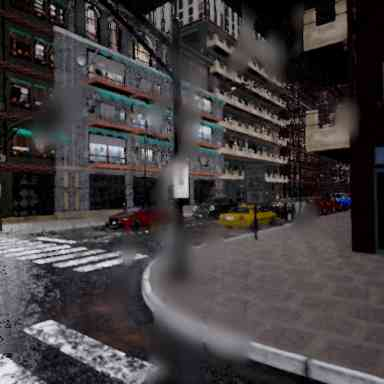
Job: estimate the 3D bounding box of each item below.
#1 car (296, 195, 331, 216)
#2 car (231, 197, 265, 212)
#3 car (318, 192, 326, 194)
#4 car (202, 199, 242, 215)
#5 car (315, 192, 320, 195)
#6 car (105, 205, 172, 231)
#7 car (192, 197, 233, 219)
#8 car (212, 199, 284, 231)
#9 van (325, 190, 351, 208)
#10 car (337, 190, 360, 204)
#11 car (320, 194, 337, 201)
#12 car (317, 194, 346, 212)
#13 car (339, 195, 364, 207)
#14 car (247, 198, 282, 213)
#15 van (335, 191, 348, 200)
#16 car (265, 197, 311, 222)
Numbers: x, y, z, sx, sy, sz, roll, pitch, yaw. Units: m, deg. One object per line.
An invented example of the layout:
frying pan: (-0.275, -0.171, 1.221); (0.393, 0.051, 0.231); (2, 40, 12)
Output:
car: (9.775, 1.230, 27.694); (1.887, 1.381, 4.507); (-1, 0, 36)
car: (6.278, 1.337, 37.082); (1.752, 1.417, 4.829); (-1, 0, 36)
car: (18.790, 1.084, 44.342); (1.837, 1.490, 4.892); (-1, 0, 36)
car: (3.025, 1.404, 32.657); (1.887, 1.381, 4.507); (-1, 0, 36)
car: (23.143, 0.890, 60.029); (2.192, 1.841, 5.009); (-1, 0, 36)
car: (-3.120, 1.493, 19.938); (1.994, 1.385, 4.181); (-1, 0, 36)
car: (1.967, 1.204, 26.867); (2.097, 1.767, 4.553); (-1, 0, 37)
car: (3.302, 1.307, 18.889); (1.752, 1.417, 4.829); (-1, 0, 36)
van: (16.479, 0.929, 36.818); (1.690, 1.788, 3.998); (-1, 0, 36)
car: (24.776, 0.718, 52.498); (2.150, 2.045, 5.566); (-1, 0, 36)
car: (26.500, 1.080, 64.589); (2.008, 1.369, 4.403); (-1, 0, 36)
car: (13.128, 1.181, 32.255); (1.887, 1.381, 4.507); (-1, 0, 36)
car: (19.836, 1.091, 41.380); (2.008, 1.369, 4.403); (-1, 0, 36)
car: (7.626, 1.332, 34.545); (1.994, 1.385, 4.181); (-1, 0, 36)
van: (33.204, 0.782, 73.714); (1.690, 1.788, 3.998); (-1, 0, 36)
car: (6.421, 1.285, 23.132); (2.008, 1.369, 4.403); (-1, 0, 36)
